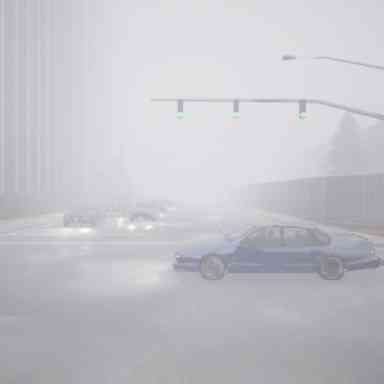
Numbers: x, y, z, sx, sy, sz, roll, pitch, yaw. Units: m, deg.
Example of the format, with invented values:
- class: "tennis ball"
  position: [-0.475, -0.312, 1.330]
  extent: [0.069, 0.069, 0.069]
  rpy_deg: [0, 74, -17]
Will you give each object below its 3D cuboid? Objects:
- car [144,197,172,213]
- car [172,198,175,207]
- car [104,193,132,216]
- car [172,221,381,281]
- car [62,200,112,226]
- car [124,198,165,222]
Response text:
- class: "car"
  position: [-3.599, 1.444, 36.113]
  extent: [2.033, 1.411, 5.357]
  rpy_deg: [0, 0, 0]
- class: "car"
  position: [-3.579, 1.471, 48.369]
  extent: [1.895, 1.301, 4.718]
  rpy_deg: [0, 0, 0]
- class: "car"
  position: [-7.099, 1.121, 32.148]
  extent: [2.150, 2.045, 5.566]
  rpy_deg: [0, 0, 0]
- class: "car"
  position: [2.163, 1.533, 9.183]
  extent: [5.357, 1.411, 2.033]
  rpy_deg: [0, 0, 0]
- class: "car"
  position: [-7.100, 1.487, 22.385]
  extent: [1.994, 1.385, 4.181]
  rpy_deg: [0, 0, 0]
- class: "car"
  position: [-3.600, 1.465, 26.042]
  extent: [2.033, 1.411, 5.357]
  rpy_deg: [0, 0, 0]
